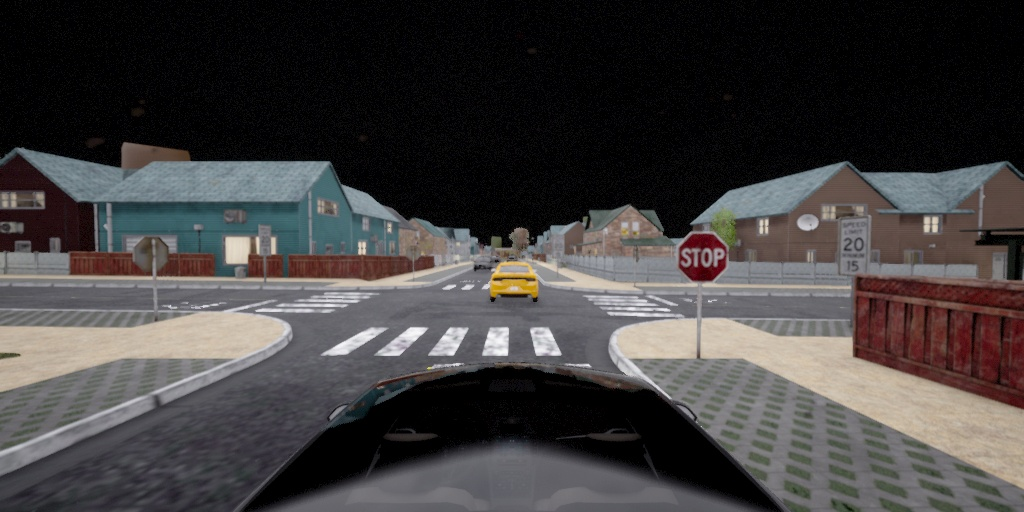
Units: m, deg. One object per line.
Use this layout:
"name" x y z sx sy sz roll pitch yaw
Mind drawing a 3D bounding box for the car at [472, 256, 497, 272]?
"car" -2.849 0.811 36.408 1.837 1.490 4.892 0 1 0

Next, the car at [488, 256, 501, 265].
"car" -2.778 0.722 59.251 1.895 1.301 4.718 0 0 0

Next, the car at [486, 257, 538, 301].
"car" 0.098 1.018 15.855 1.882 1.535 5.008 1 1 0

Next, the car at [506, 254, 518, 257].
"car" 0.042 0.641 56.938 1.837 1.490 4.892 0 0 1
